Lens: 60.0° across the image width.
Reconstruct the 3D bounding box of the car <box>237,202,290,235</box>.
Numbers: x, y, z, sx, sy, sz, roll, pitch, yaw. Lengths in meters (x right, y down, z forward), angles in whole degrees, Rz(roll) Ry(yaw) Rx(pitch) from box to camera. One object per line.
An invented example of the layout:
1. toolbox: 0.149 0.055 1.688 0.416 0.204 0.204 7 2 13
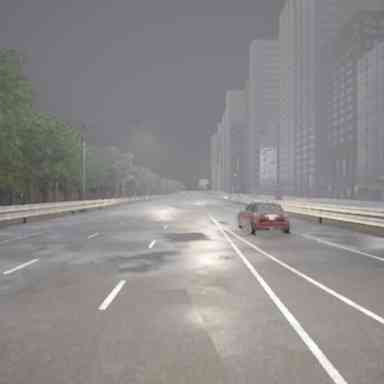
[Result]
1. car: 3.982 1.364 19.218 2.097 1.767 4.553 0 0 -3
